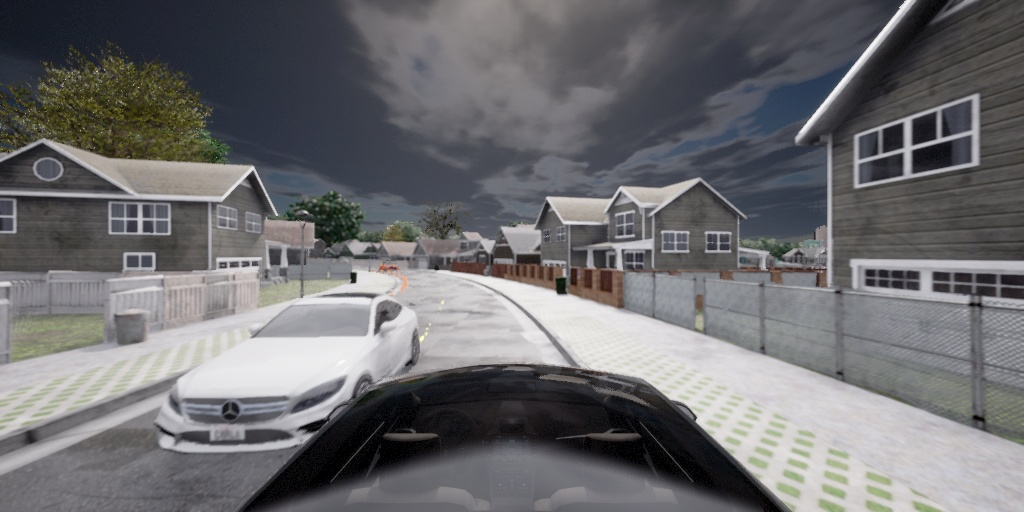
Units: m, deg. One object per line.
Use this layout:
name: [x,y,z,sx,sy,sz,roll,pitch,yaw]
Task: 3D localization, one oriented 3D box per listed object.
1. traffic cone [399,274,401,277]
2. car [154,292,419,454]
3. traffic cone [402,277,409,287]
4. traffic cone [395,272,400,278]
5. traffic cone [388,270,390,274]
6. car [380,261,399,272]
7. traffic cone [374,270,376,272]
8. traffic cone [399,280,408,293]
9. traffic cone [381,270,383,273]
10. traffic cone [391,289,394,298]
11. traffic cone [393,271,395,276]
traffic cone: [-11.068,2.136,36.579,0.340,0.580,0.340,0,0,-21]
car: [-2.646,1.327,5.484,1.812,1.442,4.674,0,-1,-4]
traffic cone: [-8.059,2.053,27.289,0.340,0.580,0.340,0,0,-15]
traffic cone: [-12.895,2.165,41.108,0.340,0.580,0.340,0,0,-23]
traffic cone: [-17.172,2.204,49.886,0.340,0.580,0.340,0,0,-29]
car: [-19.833,1.627,57.936,2.097,1.767,4.553,0,0,-34]
traffic cone: [-22.252,2.240,58.226,0.340,0.580,0.340,0,0,-34]
traffic cone: [-6.884,1.999,22.549,0.340,0.580,0.340,0,0,-13]
traffic cone: [-19.615,2.222,54.116,0.340,0.580,0.340,0,0,-31]
traffic cone: [-5.931,1.937,17.759,0.340,0.580,0.340,0,0,-10]
traffic cone: [-14.931,2.186,45.547,0.340,0.580,0.340,0,0,-26]
